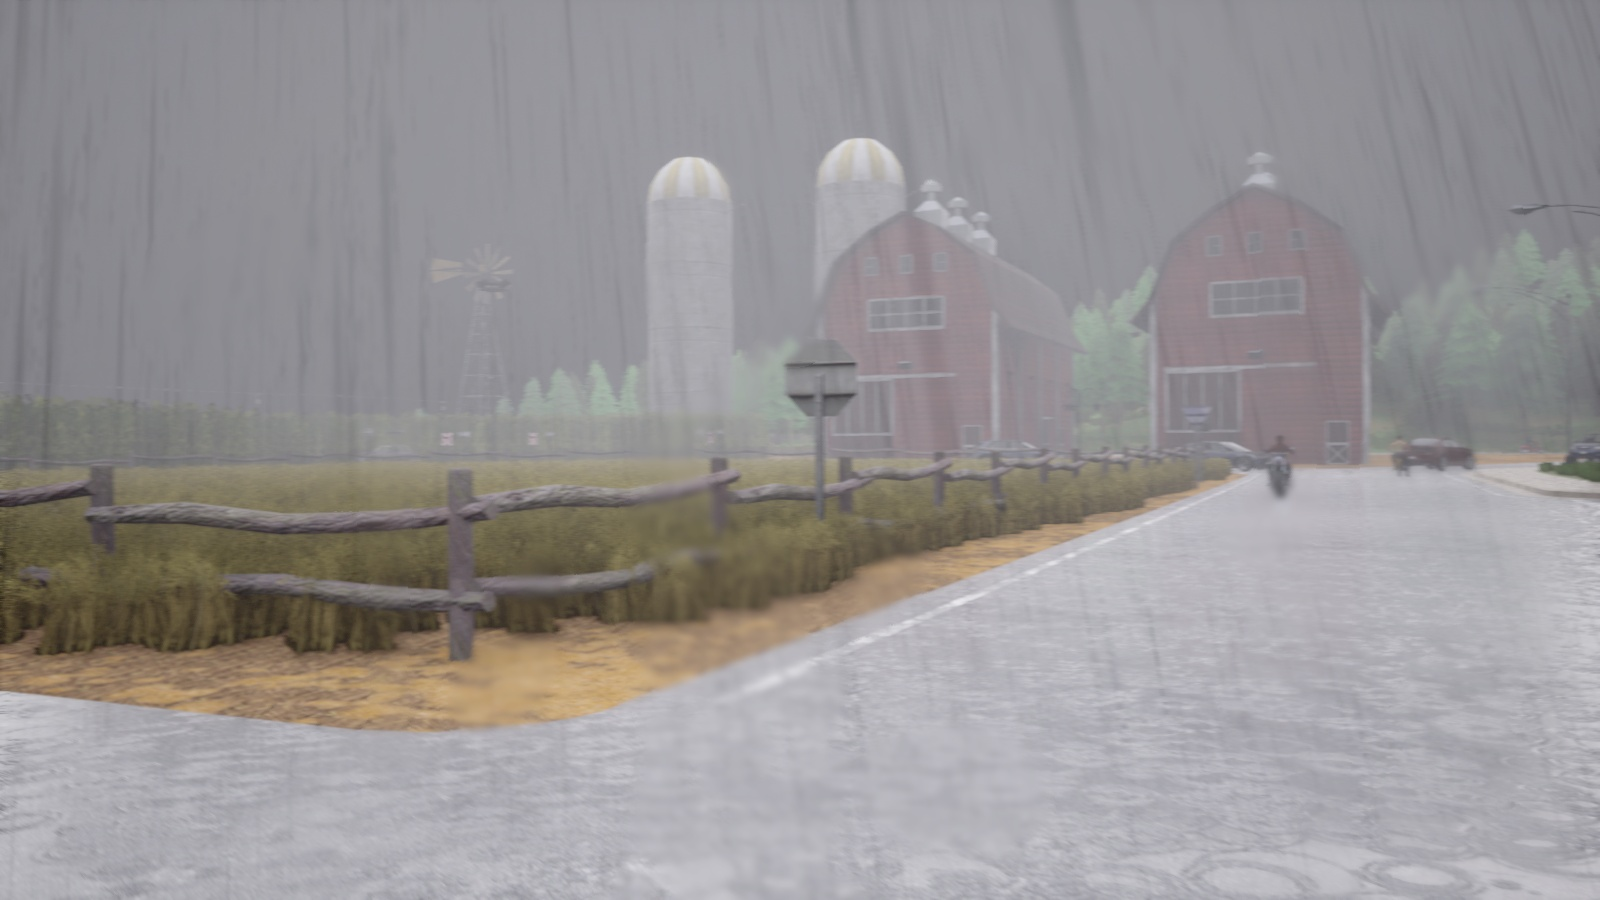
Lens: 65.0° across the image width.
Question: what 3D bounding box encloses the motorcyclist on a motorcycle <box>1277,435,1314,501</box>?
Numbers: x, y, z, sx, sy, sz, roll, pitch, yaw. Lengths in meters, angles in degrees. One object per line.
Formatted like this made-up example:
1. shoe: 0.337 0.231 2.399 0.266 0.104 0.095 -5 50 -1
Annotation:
1. motorcyclist on a motorcycle: 12.828 0.445 32.482 0.766 1.649 2.350 0 1 24

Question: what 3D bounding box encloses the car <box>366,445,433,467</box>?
1. car: -26.932 0.391 84.466 1.970 1.475 3.806 0 0 42

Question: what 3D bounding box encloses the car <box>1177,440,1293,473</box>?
1. car: 20.796 0.296 60.184 4.792 1.488 2.163 0 0 45

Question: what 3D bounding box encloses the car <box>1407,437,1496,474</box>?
1. car: 29.465 0.222 56.718 5.008 1.535 1.882 -1 1 -41

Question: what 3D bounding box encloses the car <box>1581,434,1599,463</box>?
1. car: 46.519 -0.118 71.942 3.988 1.617 1.851 -1 1 -40

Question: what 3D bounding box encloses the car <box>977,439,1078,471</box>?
1. car: 11.886 0.246 65.549 4.856 1.649 2.033 0 0 21
